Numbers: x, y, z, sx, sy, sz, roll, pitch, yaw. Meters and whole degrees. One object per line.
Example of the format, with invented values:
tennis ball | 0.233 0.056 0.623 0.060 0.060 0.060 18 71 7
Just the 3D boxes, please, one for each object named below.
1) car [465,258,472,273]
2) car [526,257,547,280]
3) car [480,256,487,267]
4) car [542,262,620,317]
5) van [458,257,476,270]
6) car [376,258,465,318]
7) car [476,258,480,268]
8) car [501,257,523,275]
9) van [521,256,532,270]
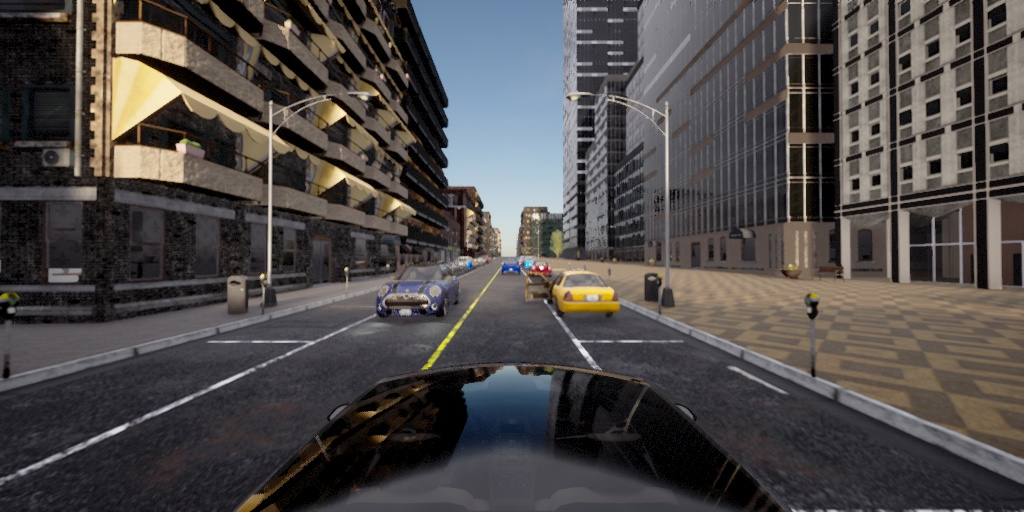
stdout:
car | -5.831 1.190 38.827 2.007 1.370 4.403 0 0 0
car | 2.572 1.095 33.289 1.967 1.591 4.097 0 0 0
car | -5.918 1.126 61.104 2.007 1.370 4.403 0 0 0
car | 2.311 1.172 12.881 1.801 1.575 5.366 0 0 0
van | -5.853 0.964 44.397 1.690 1.789 3.998 0 0 0
car | -3.140 1.068 12.807 2.097 1.767 4.553 0 0 0
car | -5.874 1.133 49.796 1.751 1.417 4.829 0 0 0
car | -0.083 1.122 37.197 1.882 1.535 5.008 0 0 0
van | 2.507 0.948 49.998 1.690 1.789 3.998 0 0 0
